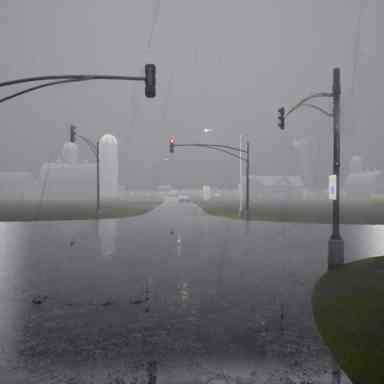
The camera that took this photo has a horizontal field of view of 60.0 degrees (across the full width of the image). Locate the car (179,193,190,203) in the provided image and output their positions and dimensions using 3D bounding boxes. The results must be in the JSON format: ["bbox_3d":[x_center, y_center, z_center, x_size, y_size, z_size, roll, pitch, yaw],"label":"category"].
[{"bbox_3d":[-1.508,1.553,69.874,1.812,1.442,4.674,0,0,-3],"label":"car"}]

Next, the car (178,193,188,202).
[{"bbox_3d":[-2.091,1.189,79.909,2.150,2.045,5.566,0,0,-4],"label":"car"}]
